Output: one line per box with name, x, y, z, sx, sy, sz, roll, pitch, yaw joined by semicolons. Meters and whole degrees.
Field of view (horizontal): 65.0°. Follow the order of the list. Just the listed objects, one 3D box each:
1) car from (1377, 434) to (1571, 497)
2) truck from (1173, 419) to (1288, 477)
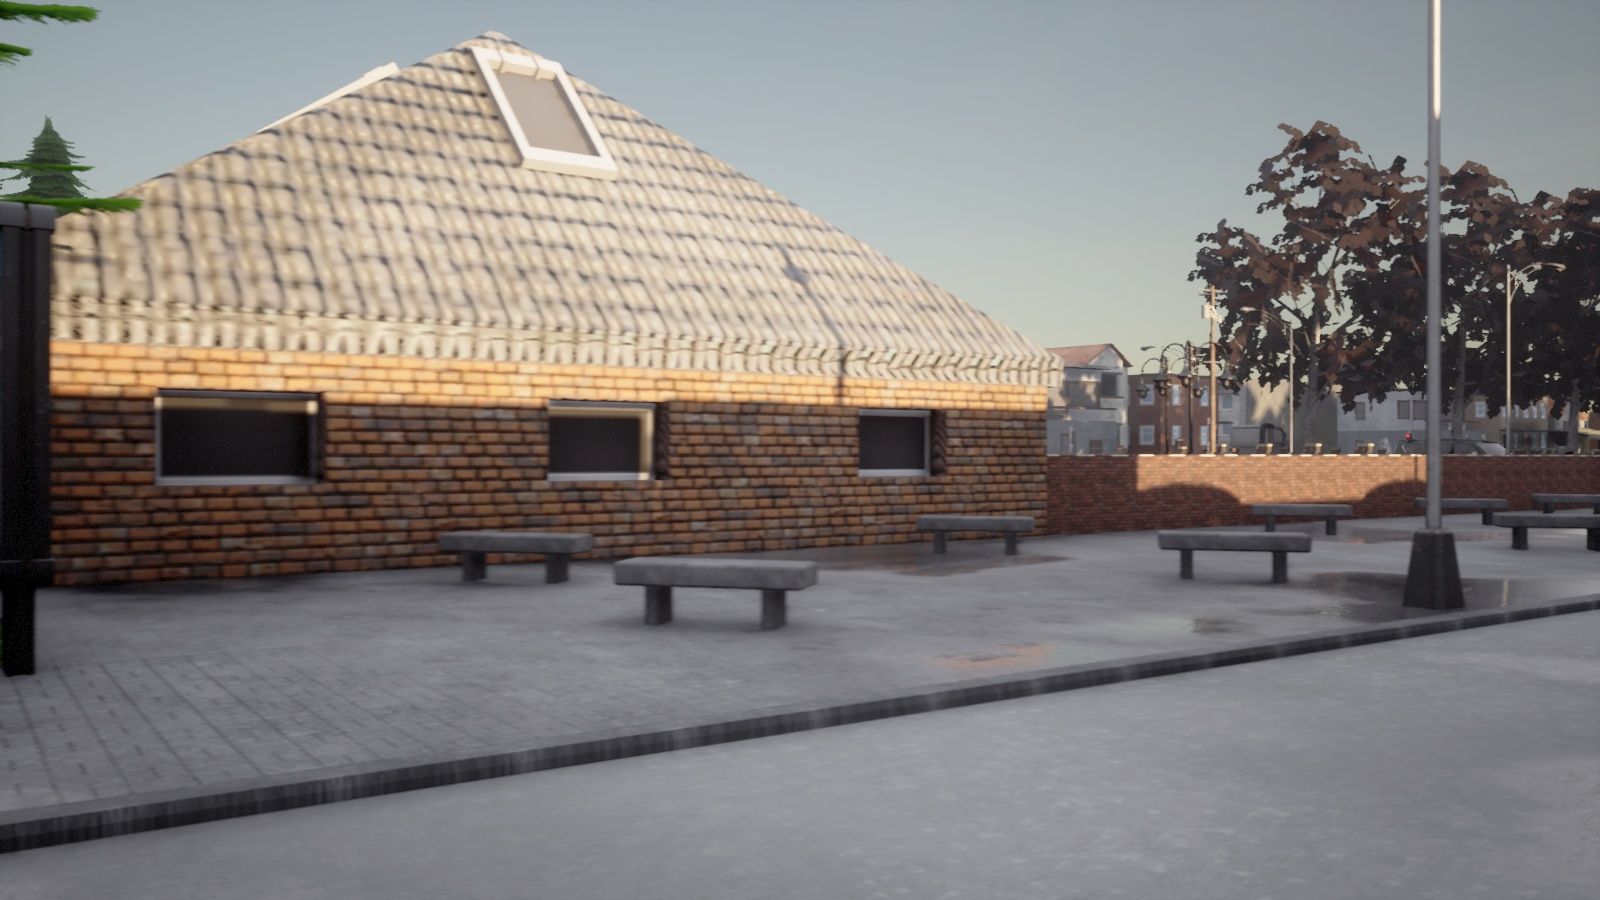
car;23.231;0.524;43.533;2.150;2.045;5.566;0;0;-33
truck;26.889;-0.102;78.273;7.936;3.462;2.891;0;0;-37
